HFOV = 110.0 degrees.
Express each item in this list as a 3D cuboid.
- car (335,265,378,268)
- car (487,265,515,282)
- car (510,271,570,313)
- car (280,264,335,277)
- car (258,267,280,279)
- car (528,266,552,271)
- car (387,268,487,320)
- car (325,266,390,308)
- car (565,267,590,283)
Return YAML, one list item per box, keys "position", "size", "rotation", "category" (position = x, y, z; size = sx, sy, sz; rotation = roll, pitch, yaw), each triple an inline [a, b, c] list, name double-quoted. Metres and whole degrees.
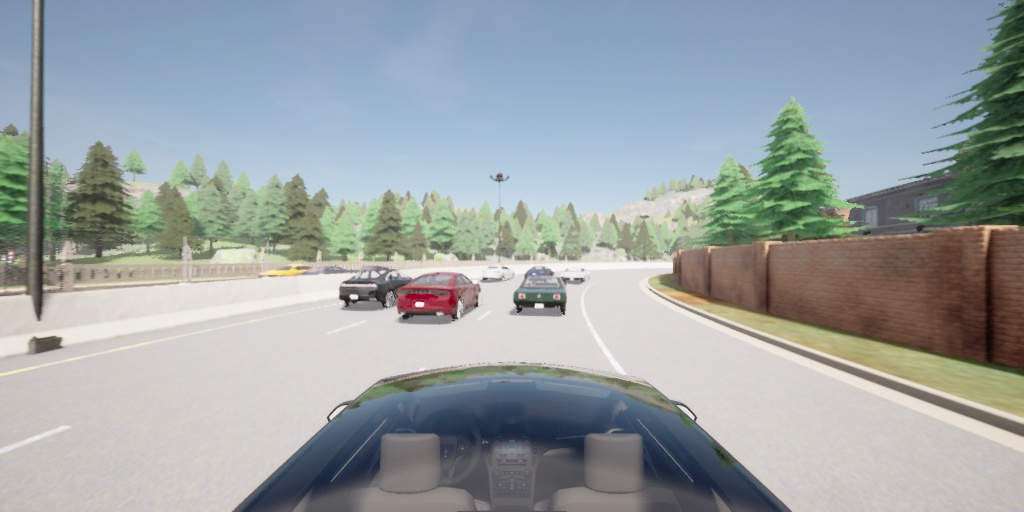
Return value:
- position: [-10.534, 1.440, 26.792]
  size: [1.812, 1.442, 4.674]
  rotation: [0, 0, 15]
  category: "car"
- position: [-1.203, 1.511, 32.596]
  size: [1.812, 1.442, 4.674]
  rotation: [0, -1, 19]
  category: "car"
- position: [1.300, 1.454, 14.576]
  size: [1.895, 1.301, 4.718]
  rotation: [0, 0, 9]
  category: "car"
- position: [-14.144, 1.452, 26.983]
  size: [2.033, 1.411, 5.357]
  rotation: [0, 0, 14]
  category: "car"
- position: [-17.344, 1.384, 28.303]
  size: [1.882, 1.535, 5.008]
  rotation: [0, 0, 15]
  category: "car"
- position: [2.601, 1.562, 32.776]
  size: [1.994, 1.385, 4.181]
  rotation: [0, 0, 20]
  category: "car"
- position: [-2.429, 1.309, 13.115]
  size: [1.882, 1.535, 5.008]
  rotation: [0, 0, 7]
  category: "car"
- position: [-5.529, 1.335, 15.812]
  size: [2.128, 1.511, 4.902]
  rotation: [0, 0, 9]
  category: "car"
- position: [5.588, 1.593, 30.954]
  size: [1.895, 1.301, 4.718]
  rotation: [0, 0, 20]
  category: "car"
